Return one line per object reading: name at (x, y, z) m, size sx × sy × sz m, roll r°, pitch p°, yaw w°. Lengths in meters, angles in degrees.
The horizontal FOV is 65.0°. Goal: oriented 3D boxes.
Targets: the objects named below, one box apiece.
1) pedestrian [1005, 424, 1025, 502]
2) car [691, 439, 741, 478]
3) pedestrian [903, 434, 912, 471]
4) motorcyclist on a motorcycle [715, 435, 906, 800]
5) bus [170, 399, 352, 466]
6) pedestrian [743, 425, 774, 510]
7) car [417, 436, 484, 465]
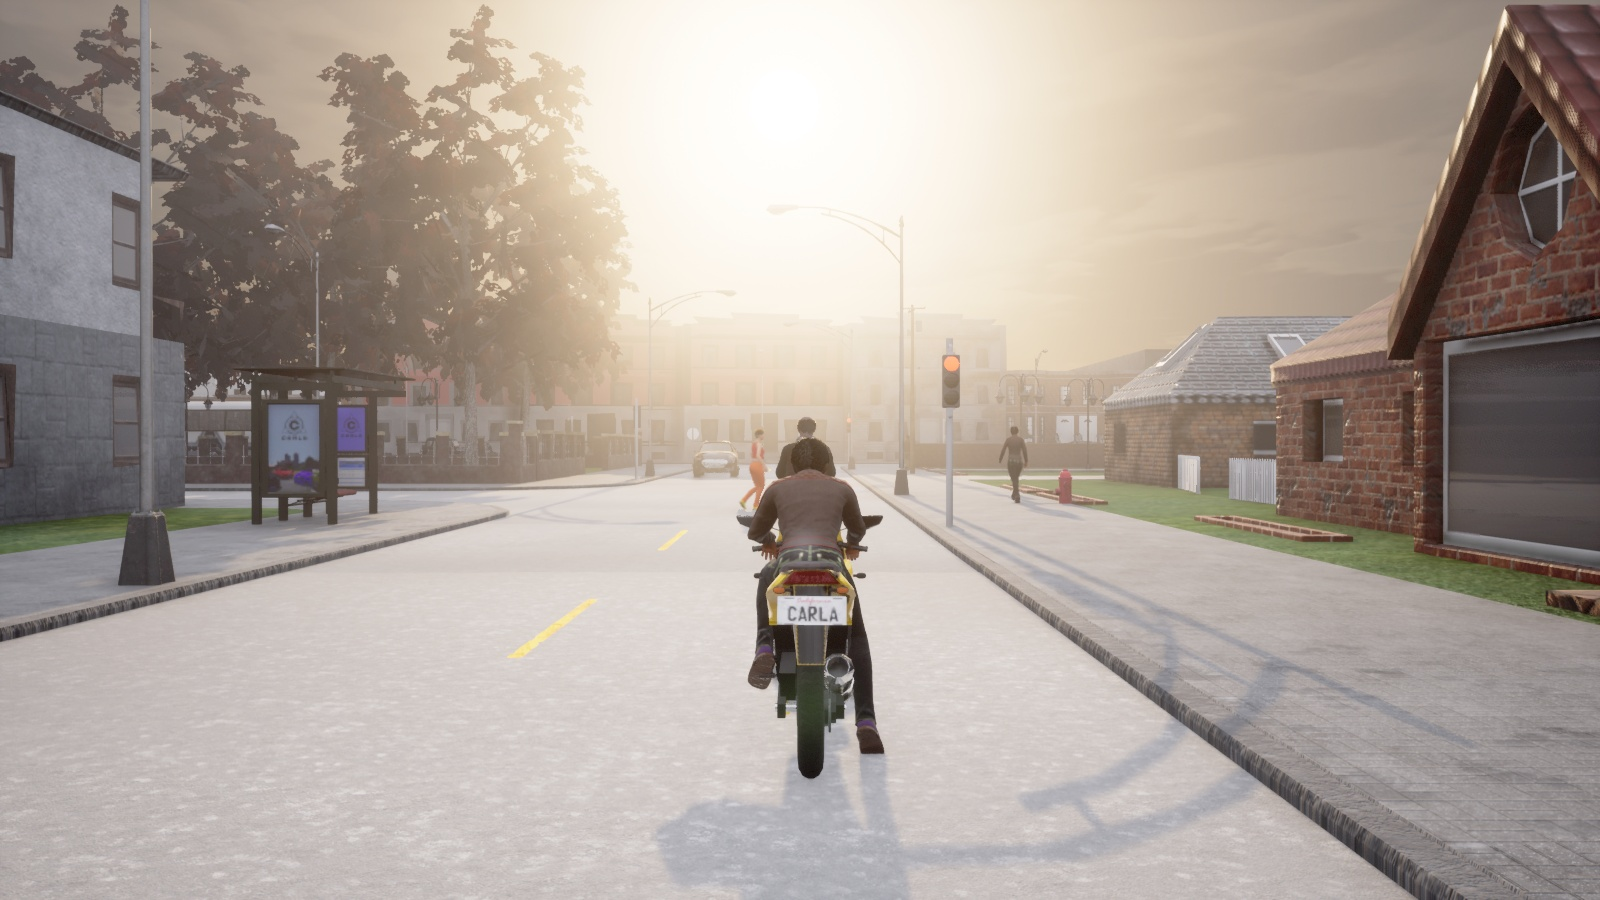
pedestrian at (4.999, 0.295, 29.205) m, size 0.328 × 1.805 × 0.869 m, roll 0°, pitch 0°, yaw 0°
car at (-3.748, 0.354, 56.532) m, size 2.033 × 1.649 × 4.856 m, roll 0°, pitch 0°, yaw -1°
pedestrian at (5.418, 0.104, 63.100) m, size 0.431 × 1.840 × 0.703 m, roll 0°, pitch 0°, yaw 5°
motorcyclist on a motorcycle at (0.049, 0.693, 6.256) m, size 0.797 × 1.523 × 2.044 m, roll 0°, pitch 0°, yaw 0°
bus at (-35.270, -1.124, 82.490) m, size 10.273 × 4.253 × 3.944 m, roll 0°, pitch 0°, yaw 1°
pedestrian at (-0.904, 0.380, 27.511) m, size 0.594 × 1.836 × 0.345 m, roll 0°, pitch 0°, yaw -24°
car at (-22.915, 0.058, 82.453) m, size 3.866 × 1.878 × 1.905 m, roll 0°, pitch 0°, yaw 1°
